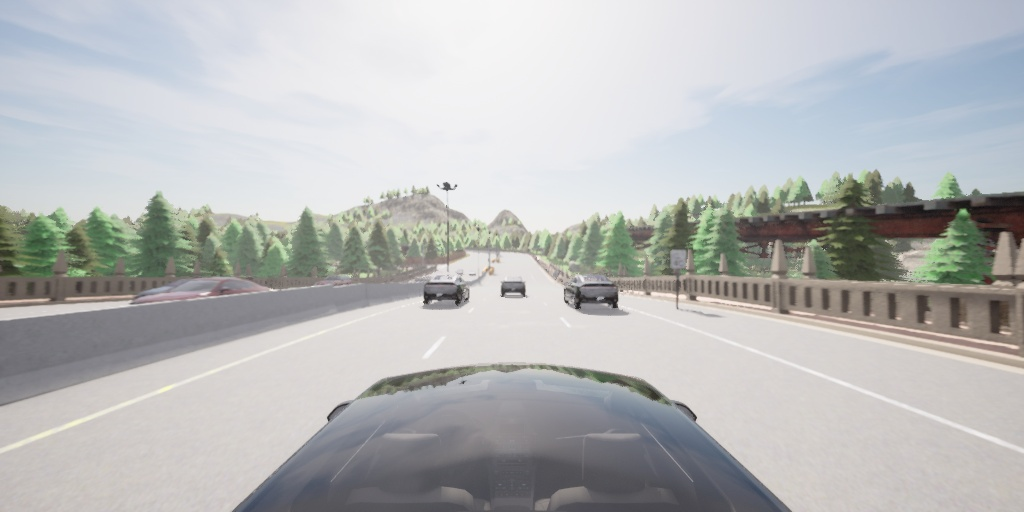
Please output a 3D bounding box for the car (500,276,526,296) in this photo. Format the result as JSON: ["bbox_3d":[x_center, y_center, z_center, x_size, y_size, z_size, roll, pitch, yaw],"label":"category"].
[{"bbox_3d":[0.099,2.377,28.494,2.128,1.511,4.902,0,-4,0],"label":"car"}]

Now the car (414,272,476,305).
[{"bbox_3d":[-3.401,1.772,19.254,2.128,1.511,4.902,0,-4,0],"label":"car"}]

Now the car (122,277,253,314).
[{"bbox_3d":[-14.098,1.669,16.015,1.994,1.385,4.181,0,-3,0],"label":"car"}]

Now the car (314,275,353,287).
[{"bbox_3d":[-17.588,2.701,35.607,2.097,1.767,4.553,0,-4,0],"label":"car"}]

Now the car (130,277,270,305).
[{"bbox_3d":[-10.600,1.479,12.657,1.812,1.442,4.674,0,-2,0],"label":"car"}]

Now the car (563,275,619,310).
[{"bbox_3d":[3.599,1.637,16.975,2.128,1.511,4.902,0,-3,0],"label":"car"}]
